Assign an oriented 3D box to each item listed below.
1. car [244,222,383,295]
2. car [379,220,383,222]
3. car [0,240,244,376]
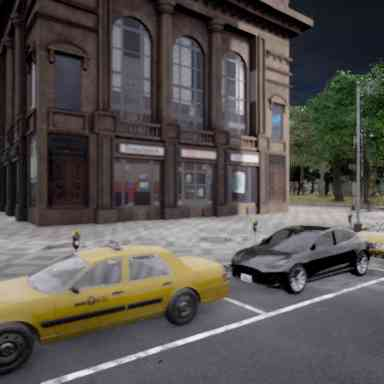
[{"bbox_3d":[3.009,1.576,8.797,4.313,1.339,1.947,0,0,-36],"label":"car"},{"bbox_3d":[7.297,1.543,11.857,4.829,1.417,1.752,0,0,-36],"label":"car"},{"bbox_3d":[-1.555,1.528,5.540,4.829,1.417,1.752,0,0,-36],"label":"car"}]
